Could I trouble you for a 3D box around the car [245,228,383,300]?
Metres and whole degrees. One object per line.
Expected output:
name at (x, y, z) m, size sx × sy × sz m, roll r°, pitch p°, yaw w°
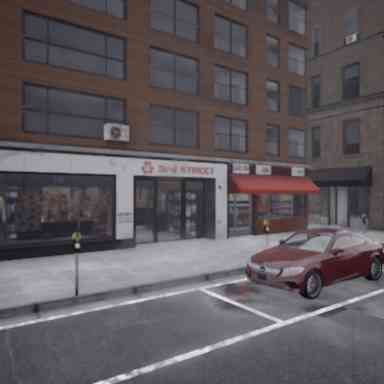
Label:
car at (3.236, 1.600, 8.389) m, size 4.206 × 1.307 × 1.802 m, roll 0°, pitch 0°, yaw -35°
